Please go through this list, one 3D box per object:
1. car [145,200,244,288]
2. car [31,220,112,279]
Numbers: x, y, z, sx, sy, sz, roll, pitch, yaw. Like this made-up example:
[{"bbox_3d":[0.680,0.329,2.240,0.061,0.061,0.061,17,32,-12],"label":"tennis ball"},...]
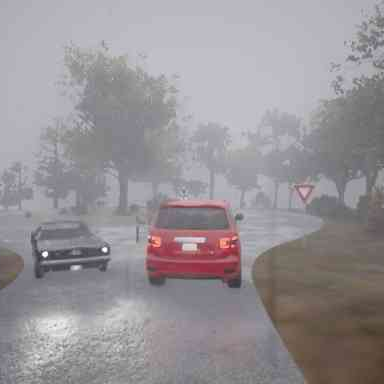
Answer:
[{"bbox_3d":[0.263,1.220,9.460,2.150,2.045,5.566,0,0,7],"label":"car"},{"bbox_3d":[-3.904,1.598,10.347,1.895,1.301,4.718,0,0,-27],"label":"car"}]
